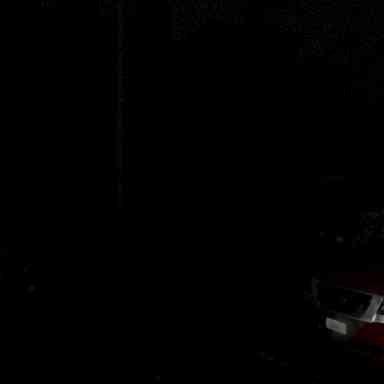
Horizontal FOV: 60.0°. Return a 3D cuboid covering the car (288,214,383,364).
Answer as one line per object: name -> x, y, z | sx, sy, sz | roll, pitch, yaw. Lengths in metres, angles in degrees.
car -> 3.805, 1.310, 5.518 | 5.009, 1.841, 2.192 | 0, 0, -35
